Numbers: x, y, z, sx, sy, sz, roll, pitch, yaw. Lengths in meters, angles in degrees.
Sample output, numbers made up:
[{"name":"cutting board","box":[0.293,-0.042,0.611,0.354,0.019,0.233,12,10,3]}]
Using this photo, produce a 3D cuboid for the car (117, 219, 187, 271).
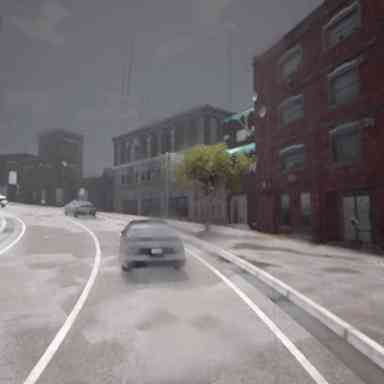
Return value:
[{"name":"car","box":[-1.504,1.644,11.346,2.033,1.411,5.357,1,0,-13]}]

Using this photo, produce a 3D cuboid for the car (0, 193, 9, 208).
[{"name":"car","box":[-23.413,0.728,38.458,5.566,2.045,2.150,3,-2,36]}]

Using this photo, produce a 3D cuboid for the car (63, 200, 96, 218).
[{"name":"car","box":[-10.200,1.506,30.145,2.128,1.511,4.902,3,-1,-35]}]
